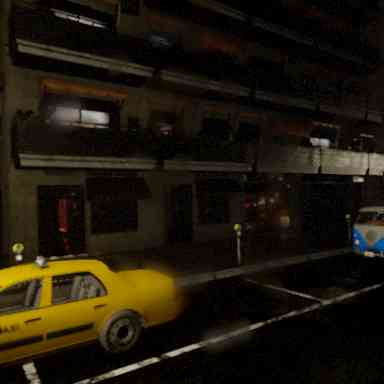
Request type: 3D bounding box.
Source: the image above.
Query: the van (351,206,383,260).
[{"bbox_3d":[7.082,1.331,11.236,3.998,1.788,1.690,-1,-1,-34],"label":"van"}]

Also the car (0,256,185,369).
[{"bbox_3d":[-2.429,1.664,4.789,4.829,1.417,1.752,-1,-1,-34],"label":"car"}]
